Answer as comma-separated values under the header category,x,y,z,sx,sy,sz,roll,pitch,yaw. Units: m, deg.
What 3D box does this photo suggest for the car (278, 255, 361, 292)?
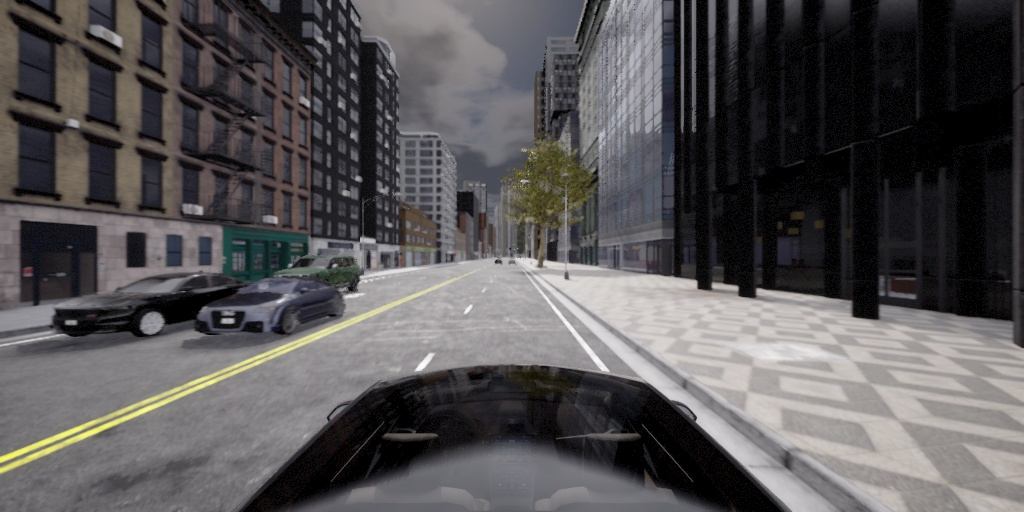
category,x,y,z,sx,sy,sz,roll,pitch,yaw
car,-9.754,0.968,18.368,2.150,2.045,5.566,0,0,0

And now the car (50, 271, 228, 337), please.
category,x,y,z,sx,sy,sz,roll,pitch,yaw
car,-9.809,1.225,10.489,1.882,1.535,5.008,0,0,0

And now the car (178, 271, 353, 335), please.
category,x,y,z,sx,sy,sz,roll,pitch,yaw
car,-6.570,1.311,10.291,1.994,1.385,4.181,0,0,0
